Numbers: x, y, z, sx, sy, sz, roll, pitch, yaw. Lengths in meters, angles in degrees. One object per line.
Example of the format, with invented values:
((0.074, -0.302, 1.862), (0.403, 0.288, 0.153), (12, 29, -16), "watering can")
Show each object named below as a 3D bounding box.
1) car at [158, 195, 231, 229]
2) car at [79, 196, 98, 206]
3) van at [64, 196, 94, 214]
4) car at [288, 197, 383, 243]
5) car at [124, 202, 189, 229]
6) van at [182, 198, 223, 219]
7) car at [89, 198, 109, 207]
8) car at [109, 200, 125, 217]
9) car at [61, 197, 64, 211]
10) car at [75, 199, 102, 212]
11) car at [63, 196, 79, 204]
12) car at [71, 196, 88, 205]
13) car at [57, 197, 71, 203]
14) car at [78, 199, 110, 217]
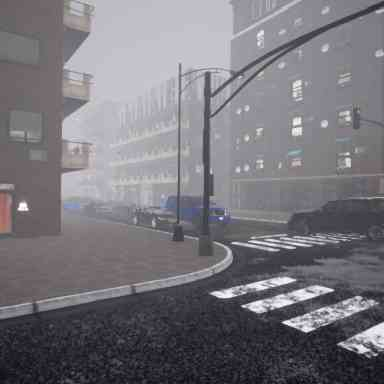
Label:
((0.184, 1.240, 22.234), (2.150, 2.045, 5.566), (1, -1, -35), "car")
((-18.214, 1.597, 58.313), (1.967, 1.590, 4.097), (1, -1, -35), "car")
((-11.954, 1.361, 35.431), (1.690, 1.788, 3.998), (1, -1, -35), "van")
((7.579, 1.281, 16.279), (5.566, 2.045, 2.150), (-1, 1, 42), "car")
((-2.402, 1.540, 21.630), (2.008, 1.369, 4.403), (1, -1, -35), "car")
((0.893, 1.439, 30.717), (1.690, 1.788, 3.998), (1, -1, -35), "van")
((-15.030, 1.730, 53.713), (1.802, 1.307, 4.206), (1, -1, -35), "car")
((-5.561, 1.638, 30.518), (1.895, 1.301, 4.718), (1, -1, -35), "car")
((-15.140, 1.581, 40.029), (2.008, 1.369, 4.403), (1, -1, -35), "car")
((-12.765, 1.586, 40.960), (1.812, 1.442, 4.674), (1, 0, -35), "car")
((-24.582, 1.614, 67.512), (1.967, 1.590, 4.097), (1, -1, -35), "car")
((-21.398, 1.606, 62.913), (1.967, 1.590, 4.097), (1, -1, -35), "car")
((-27.768, 1.727, 72.111), (1.887, 1.381, 4.507), (1, -1, -35), "car")
((-8.772, 1.592, 30.829), (1.802, 1.307, 4.206), (1, -1, -35), "car")
